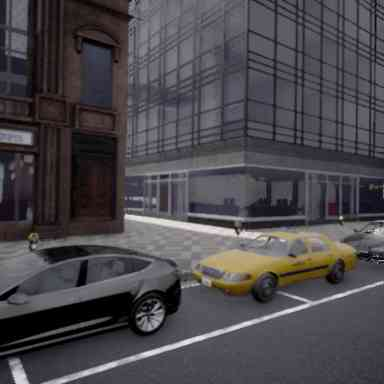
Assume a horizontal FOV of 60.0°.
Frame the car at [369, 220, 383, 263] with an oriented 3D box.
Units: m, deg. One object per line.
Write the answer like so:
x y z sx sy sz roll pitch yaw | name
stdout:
6.997 1.689 11.749 4.403 1.369 2.008 1 0 -36 | car

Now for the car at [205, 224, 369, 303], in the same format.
2.281 1.599 8.384 4.829 1.417 1.752 1 0 -36 | car

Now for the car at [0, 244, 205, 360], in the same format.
-2.160 1.579 5.215 4.313 1.339 1.947 1 0 -35 | car
